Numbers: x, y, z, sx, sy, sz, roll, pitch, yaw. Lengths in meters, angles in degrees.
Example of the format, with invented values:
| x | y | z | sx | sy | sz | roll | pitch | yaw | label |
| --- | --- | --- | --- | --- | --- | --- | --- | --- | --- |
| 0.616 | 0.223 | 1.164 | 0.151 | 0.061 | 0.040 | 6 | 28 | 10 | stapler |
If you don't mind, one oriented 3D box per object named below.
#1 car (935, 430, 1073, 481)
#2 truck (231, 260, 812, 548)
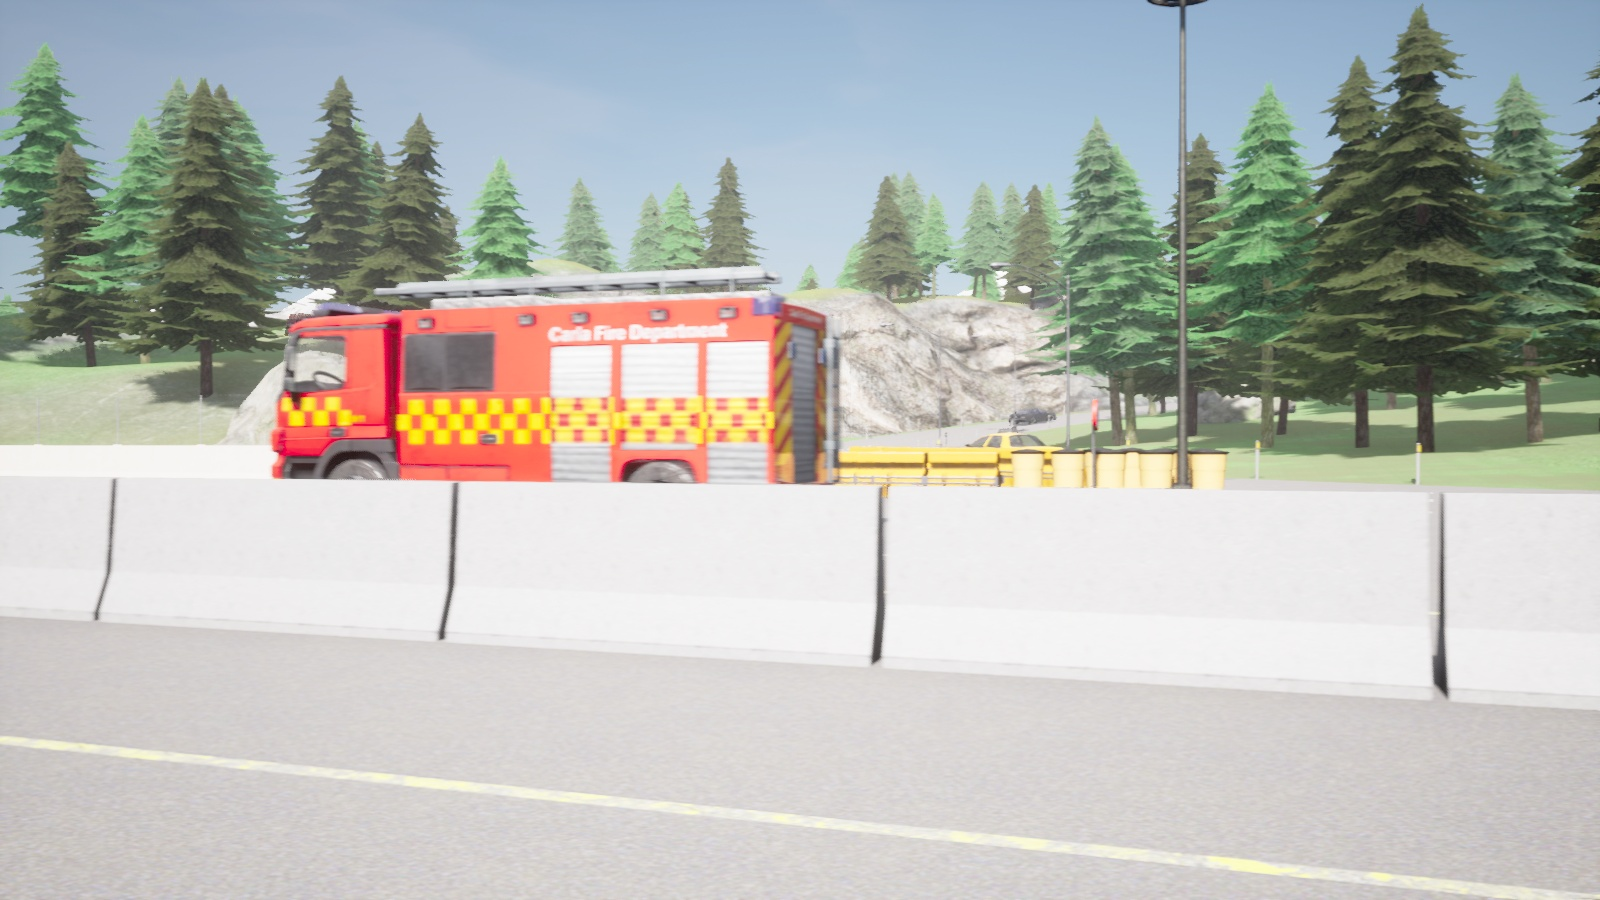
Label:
| x | y | z | sx | sy | sz | roll | pitch | yaw | label |
| --- | --- | --- | --- | --- | --- | --- | --- | --- | --- |
| 6.634 | 0.124 | 41.627 | 1.801 | 1.575 | 5.366 | 0 | 1 | -25 | car |
| -4.303 | -0.665 | 19.393 | 8.468 | 3.827 | 2.891 | 1 | 1 | 19 | truck |
